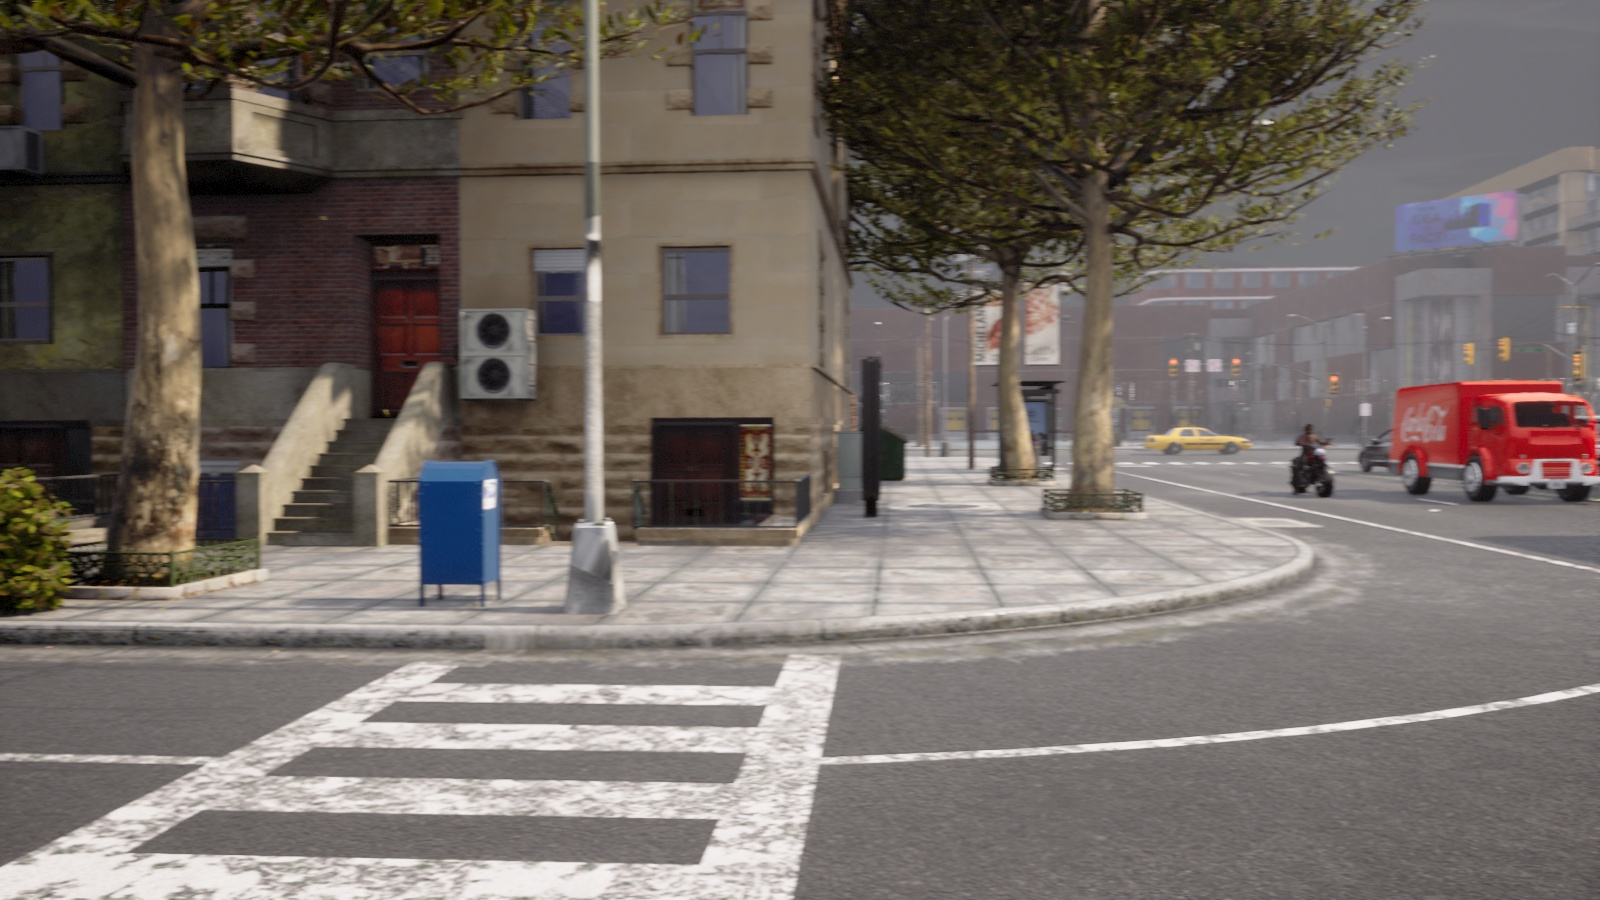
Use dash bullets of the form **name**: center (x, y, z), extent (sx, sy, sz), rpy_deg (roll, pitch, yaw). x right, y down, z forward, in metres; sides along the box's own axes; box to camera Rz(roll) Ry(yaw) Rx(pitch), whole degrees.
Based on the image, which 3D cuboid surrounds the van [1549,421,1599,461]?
- **van**: center (41.032, -0.468, 64.128), extent (4.442, 1.987, 1.775), rpy_deg (0, 1, 12)

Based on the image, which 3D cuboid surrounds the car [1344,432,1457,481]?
- **car**: center (19.053, 0.160, 40.063), extent (1.816, 1.474, 4.193), rpy_deg (0, 1, 4)

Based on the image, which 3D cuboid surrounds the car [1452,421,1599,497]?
- **car**: center (18.429, 0.165, 31.403), extent (2.097, 1.767, 4.553), rpy_deg (0, 1, 4)

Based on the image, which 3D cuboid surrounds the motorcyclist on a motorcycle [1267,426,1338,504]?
- **motorcyclist on a motorcycle**: center (11.166, 0.294, 27.973), extent (0.766, 1.649, 2.350), rpy_deg (0, 1, 4)

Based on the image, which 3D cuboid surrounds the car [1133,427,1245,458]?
- **car**: center (20.480, -0.400, 66.328), extent (5.366, 1.575, 1.801), rpy_deg (0, 1, 5)

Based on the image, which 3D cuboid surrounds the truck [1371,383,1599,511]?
- **truck**: center (14.602, -0.111, 26.921), extent (2.627, 2.467, 5.204), rpy_deg (0, 1, 4)
